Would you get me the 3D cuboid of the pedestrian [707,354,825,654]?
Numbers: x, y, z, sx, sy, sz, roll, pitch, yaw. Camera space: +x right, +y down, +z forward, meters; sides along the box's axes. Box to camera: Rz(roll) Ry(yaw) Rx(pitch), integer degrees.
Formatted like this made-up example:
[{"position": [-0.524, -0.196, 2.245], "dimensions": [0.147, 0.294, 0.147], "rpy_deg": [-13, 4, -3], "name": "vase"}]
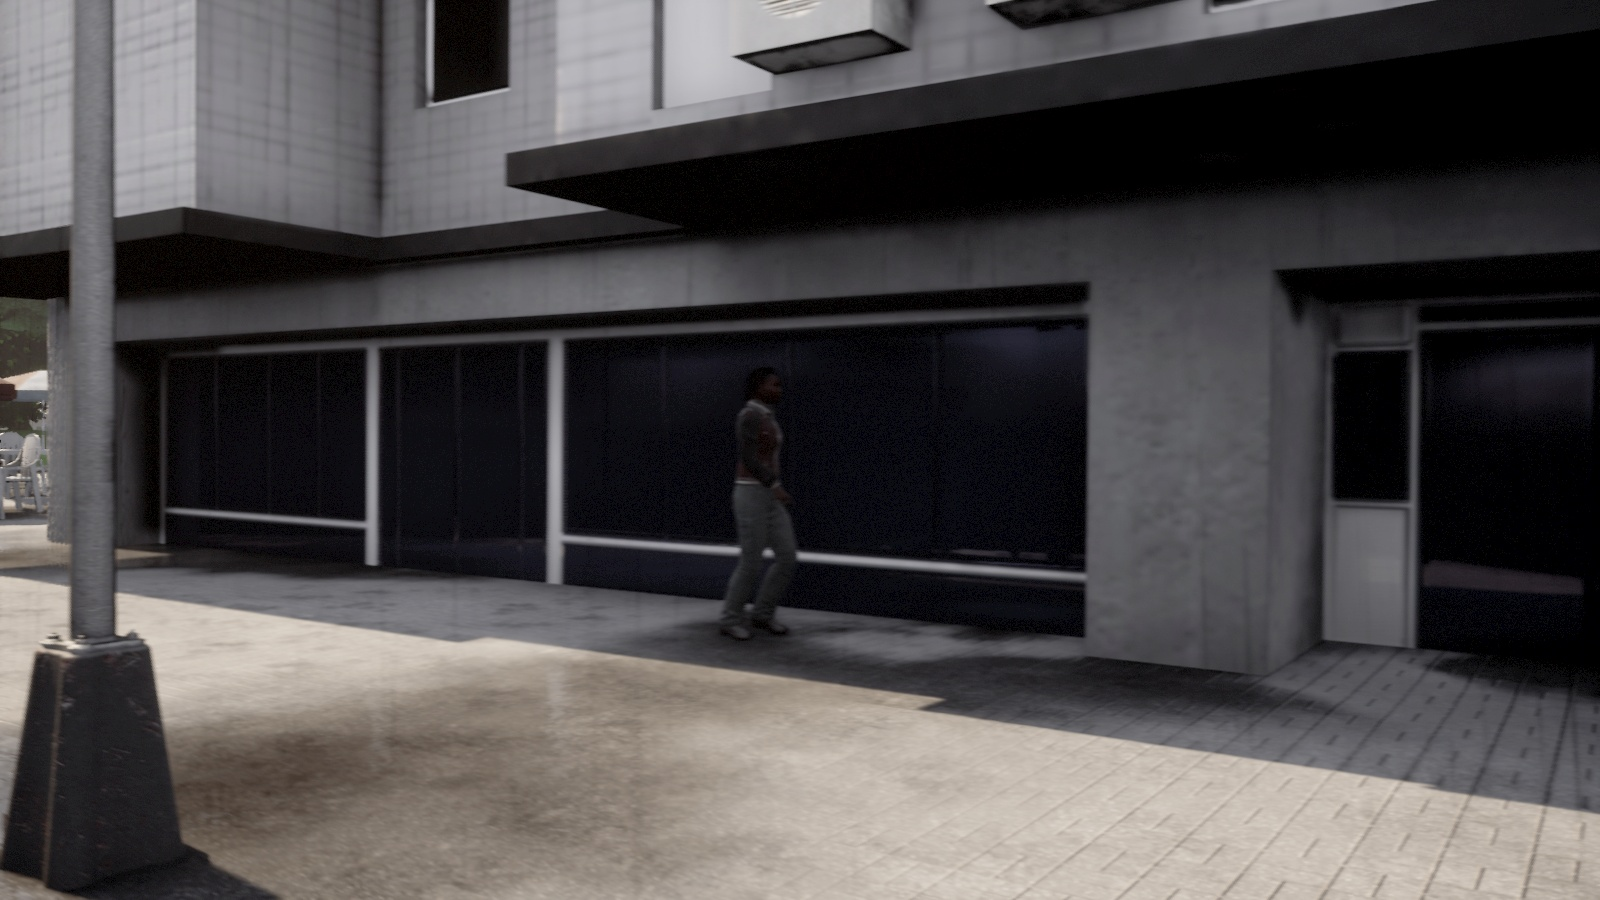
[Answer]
[{"position": [-0.224, 0.345, 8.390], "dimensions": [0.666, 1.930, 0.402], "rpy_deg": [0, 1, 22], "name": "pedestrian"}]
